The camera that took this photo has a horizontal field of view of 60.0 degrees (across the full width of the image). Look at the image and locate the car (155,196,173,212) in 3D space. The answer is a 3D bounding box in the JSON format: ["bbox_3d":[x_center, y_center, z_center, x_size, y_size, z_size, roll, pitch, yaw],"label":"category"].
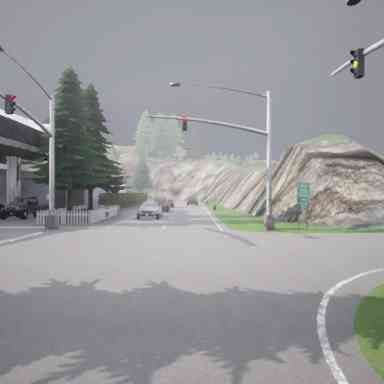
[{"bbox_3d":[-3.608,1.351,37.890,2.097,1.767,4.553,0,0,0],"label":"car"}]

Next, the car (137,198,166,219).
[{"bbox_3d":[-3.608,1.525,28.933,1.812,1.442,4.674,0,0,0],"label":"car"}]

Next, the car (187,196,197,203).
[{"bbox_3d":[-0.042,1.524,69.533,1.812,1.442,4.674,0,0,-2],"label":"car"}]

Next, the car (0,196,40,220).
[{"bbox_3d":[-14.540,1.312,28.453,1.905,1.878,3.866,0,0,-1],"label":"car"}]

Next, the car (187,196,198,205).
[{"bbox_3d":[0.078,1.546,56.924,2.033,1.411,5.357,0,0,0],"label":"car"}]
